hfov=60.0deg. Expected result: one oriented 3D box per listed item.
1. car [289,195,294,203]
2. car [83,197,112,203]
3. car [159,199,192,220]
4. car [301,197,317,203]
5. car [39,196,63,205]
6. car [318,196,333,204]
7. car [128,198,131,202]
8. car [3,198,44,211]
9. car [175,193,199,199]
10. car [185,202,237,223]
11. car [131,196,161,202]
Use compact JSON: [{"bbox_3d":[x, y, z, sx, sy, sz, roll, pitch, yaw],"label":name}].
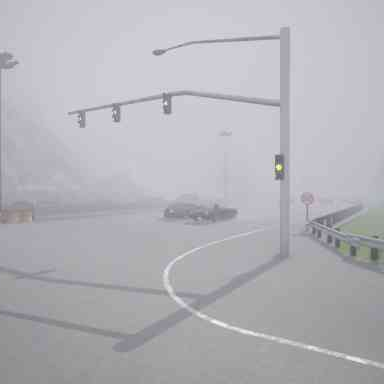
[{"bbox_3d":[20.582,1.471,70.667,1.837,1.490,4.892,0,0,11],"label":"car"},{"bbox_3d":[-10.770,1.539,38.793,1.895,1.301,4.718,0,0,33],"label":"car"},{"bbox_3d":[-0.569,1.533,28.368,1.994,1.385,4.181,0,0,33],"label":"car"},{"bbox_3d":[23.779,1.474,68.866,2.128,1.511,4.902,0,0,11],"label":"car"},{"bbox_3d":[-19.654,1.268,44.392,2.097,1.767,4.553,0,0,33],"label":"car"},{"bbox_3d":[25.630,1.548,63.296,1.994,1.385,4.181,0,0,16],"label":"car"},{"bbox_3d":[-9.651,1.411,60.501,2.128,1.511,4.902,0,0,29],"label":"car"},{"bbox_3d":[-16.198,1.500,30.282,1.994,1.385,4.181,0,0,33],"label":"car"},{"bbox_3d":[-0.794,1.163,54.864,2.150,2.045,5.566,0,0,29],"label":"car"},{"bbox_3d":[1.740,1.576,25.481,1.895,1.301,4.718,0,0,33],"label":"car"},{"bbox_3d":[-5.740,1.432,46.748,2.128,1.511,4.902,0,0,32],"label":"car"}]
